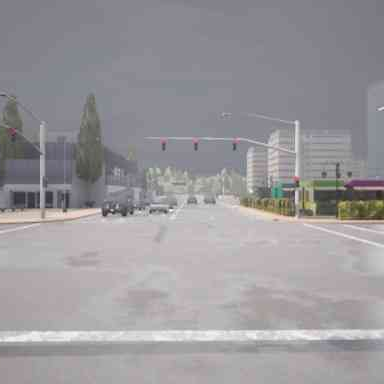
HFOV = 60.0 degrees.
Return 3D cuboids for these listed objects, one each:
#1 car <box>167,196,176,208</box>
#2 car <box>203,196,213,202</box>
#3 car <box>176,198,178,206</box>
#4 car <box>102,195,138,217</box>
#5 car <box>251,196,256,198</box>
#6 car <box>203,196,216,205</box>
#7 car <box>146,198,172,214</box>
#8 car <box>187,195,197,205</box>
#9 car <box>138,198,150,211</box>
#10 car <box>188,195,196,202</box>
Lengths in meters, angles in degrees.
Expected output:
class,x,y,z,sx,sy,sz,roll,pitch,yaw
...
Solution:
class,x,y,z,sx,sy,sz,roll,pitch,yaw
car,-3.573,1.585,46.066,1.837,1.490,4.892,0,0,0
car,3.540,1.525,73.900,1.812,1.442,4.674,0,0,0
car,-3.553,1.449,55.930,2.097,1.767,4.553,0,0,0
car,-7.096,1.278,32.413,2.150,2.045,5.566,0,0,1
car,17.816,1.304,86.785,4.605,1.855,1.932,0,0,-2
car,3.535,1.602,63.624,2.128,1.511,4.902,0,0,0
car,-3.581,1.665,36.751,1.895,1.301,4.718,0,0,0
car,0.035,1.602,63.626,2.128,1.511,4.902,0,0,0
car,-7.076,1.565,42.301,2.128,1.511,4.902,0,0,0
car,0.040,1.500,73.900,1.837,1.490,4.892,0,0,0
